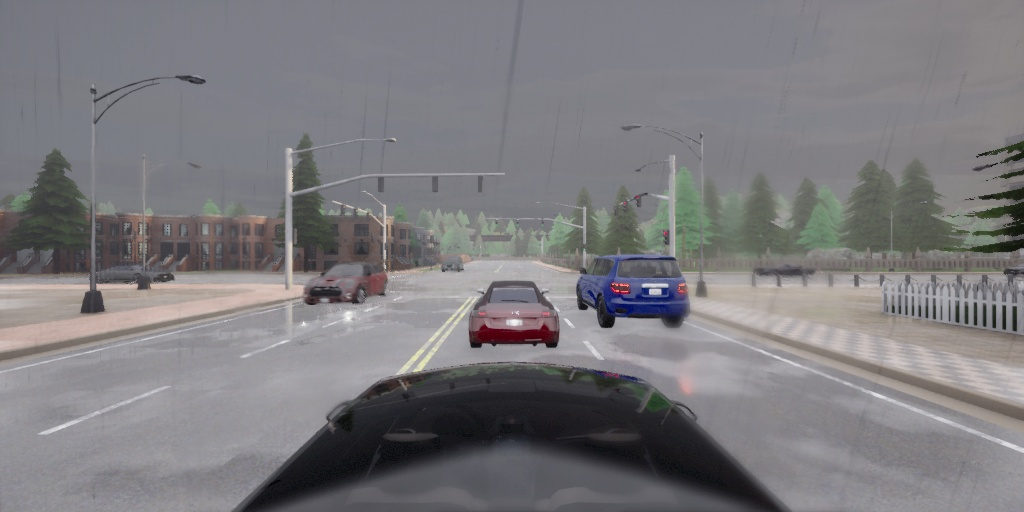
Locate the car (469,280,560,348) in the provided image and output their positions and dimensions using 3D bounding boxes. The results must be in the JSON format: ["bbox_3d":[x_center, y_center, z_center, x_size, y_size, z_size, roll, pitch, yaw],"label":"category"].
[{"bbox_3d":[0.029,1.314,9.245,1.994,1.385,4.181,0,0,-1],"label":"car"}]

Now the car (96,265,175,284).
[{"bbox_3d":[-26.969,1.314,25.734,4.181,1.385,1.994,0,0,-3],"label":"car"}]

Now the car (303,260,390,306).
[{"bbox_3d":[-7.078,1.088,15.785,2.097,1.767,4.553,0,0,0],"label":"car"}]

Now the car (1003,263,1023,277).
[{"bbox_3d":[48.577,1.257,33.054,4.892,1.490,1.837,1,0,0],"label":"car"}]

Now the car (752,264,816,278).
[{"bbox_3d":[24.919,1.350,33.015,4.718,1.301,1.895,0,0,0],"label":"car"}]

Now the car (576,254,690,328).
[{"bbox_3d":[3.526,0.971,11.490,2.150,2.045,5.566,0,0,0],"label":"car"}]

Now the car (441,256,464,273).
[{"bbox_3d":[-7.241,1.086,44.117,2.150,2.045,5.566,0,1,0],"label":"car"}]
